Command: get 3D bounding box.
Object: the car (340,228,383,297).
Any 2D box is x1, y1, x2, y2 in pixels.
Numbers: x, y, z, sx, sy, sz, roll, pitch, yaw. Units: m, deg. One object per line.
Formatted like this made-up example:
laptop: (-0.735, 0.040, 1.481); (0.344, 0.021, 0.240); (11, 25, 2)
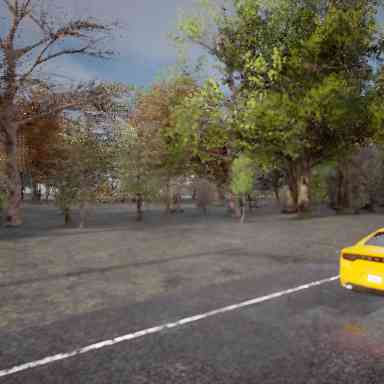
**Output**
car: (5.524, 1.550, 7.974); (5.008, 1.535, 1.882); (0, -1, -37)
